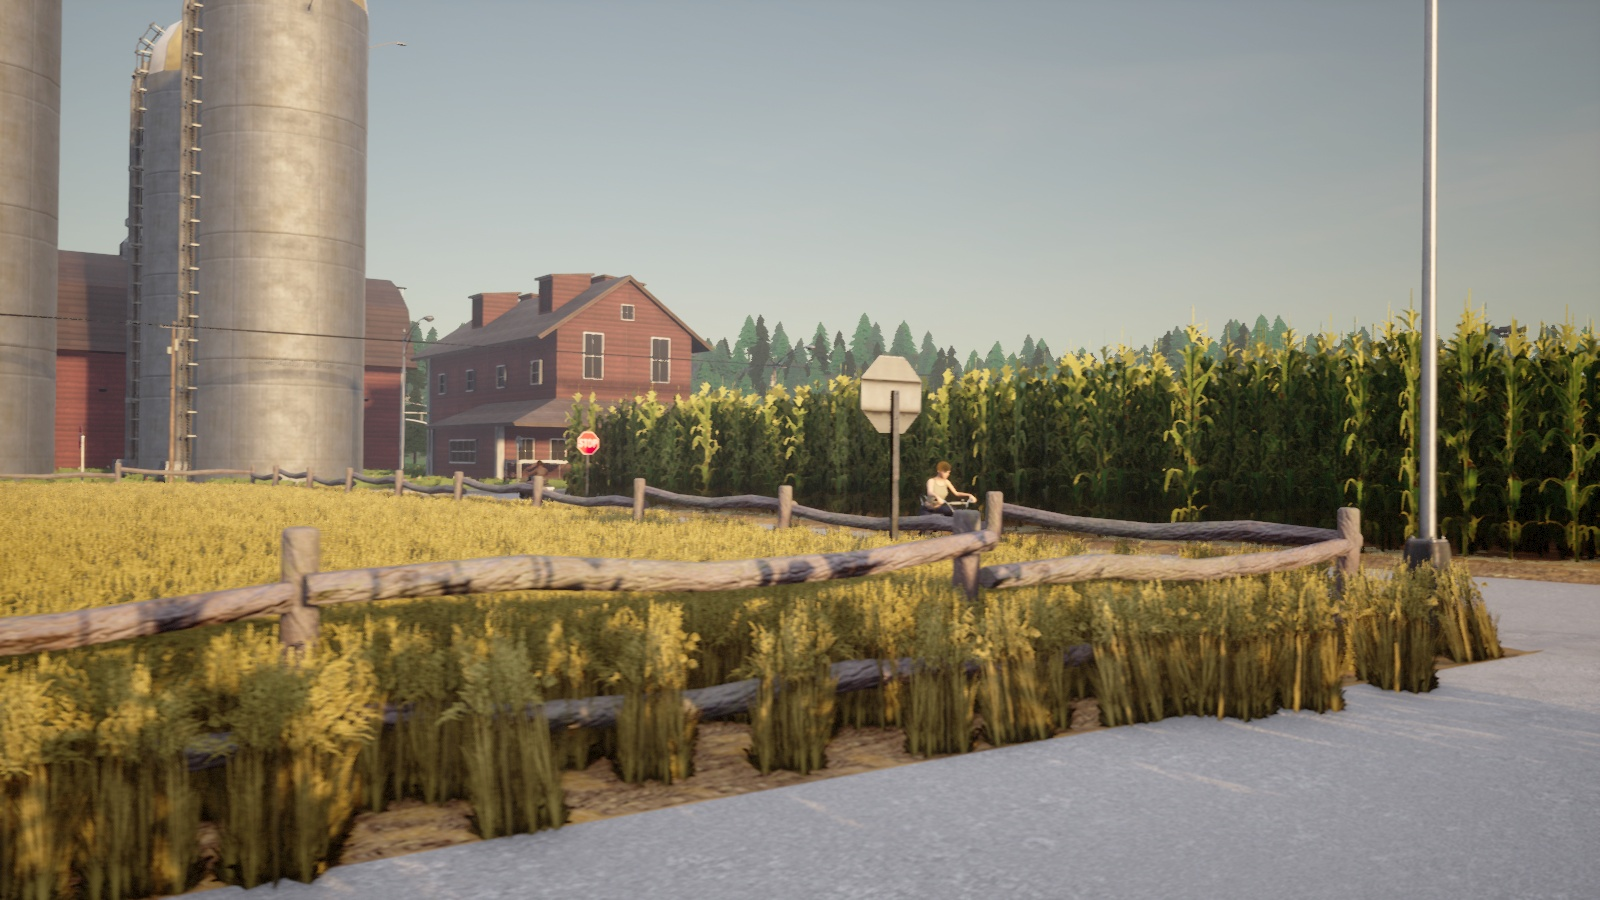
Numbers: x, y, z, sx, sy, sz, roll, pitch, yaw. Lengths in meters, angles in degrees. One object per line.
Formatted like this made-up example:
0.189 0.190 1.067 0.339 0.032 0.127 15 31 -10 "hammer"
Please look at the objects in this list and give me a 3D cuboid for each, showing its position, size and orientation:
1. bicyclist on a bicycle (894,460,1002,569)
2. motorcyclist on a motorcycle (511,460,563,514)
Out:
2.281 0.972 19.504 0.866 1.612 1.509 1 -1 -35 "bicyclist on a bicycle"
-8.432 1.161 40.166 0.766 1.649 2.350 1 -1 -35 "motorcyclist on a motorcycle"
